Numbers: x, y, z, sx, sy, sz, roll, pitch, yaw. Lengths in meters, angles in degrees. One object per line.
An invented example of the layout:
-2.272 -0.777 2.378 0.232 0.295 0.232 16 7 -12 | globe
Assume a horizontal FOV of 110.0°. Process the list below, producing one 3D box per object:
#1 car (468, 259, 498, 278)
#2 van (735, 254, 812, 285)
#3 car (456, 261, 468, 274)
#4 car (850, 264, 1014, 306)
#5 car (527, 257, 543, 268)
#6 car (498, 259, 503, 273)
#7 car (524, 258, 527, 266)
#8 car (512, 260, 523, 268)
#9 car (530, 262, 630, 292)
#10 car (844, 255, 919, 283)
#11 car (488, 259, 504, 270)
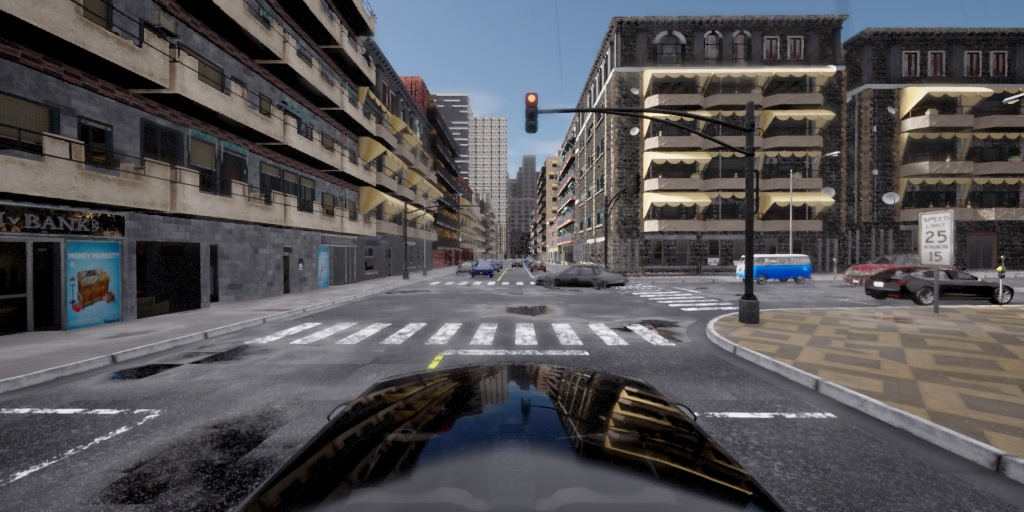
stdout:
-2.676 1.230 34.113 1.882 1.535 5.008 0 0 1 | car
15.919 0.782 21.920 3.998 1.789 1.690 0 0 0 | van
-5.187 1.305 40.085 2.007 1.370 4.403 0 0 1 | car
15.926 1.077 13.539 4.313 1.339 1.948 0 0 0 | car
3.265 1.198 45.496 1.967 1.591 4.097 0 0 1 | car
-2.532 1.321 44.070 1.994 1.385 4.181 0 0 2 | car
3.486 1.319 62.077 2.007 1.370 4.403 0 0 1 | car
0.900 1.370 62.342 1.895 1.301 4.718 0 0 1 | car
4.115 1.275 21.222 5.357 1.411 2.033 -1 0 27 | car
20.770 0.738 19.326 4.553 1.767 2.097 -1 0 0 | car
-2.384 1.255 55.093 2.128 1.511 4.902 0 0 1 | car
